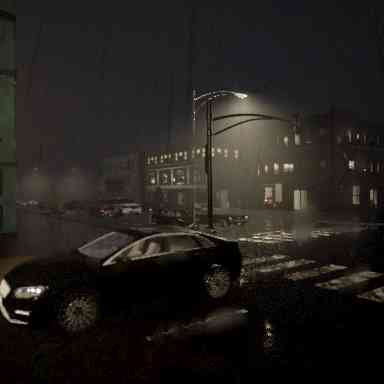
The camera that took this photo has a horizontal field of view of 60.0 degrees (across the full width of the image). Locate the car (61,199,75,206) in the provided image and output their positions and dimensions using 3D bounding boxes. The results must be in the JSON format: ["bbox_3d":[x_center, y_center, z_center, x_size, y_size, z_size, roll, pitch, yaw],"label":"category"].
[{"bbox_3d":[-28.156,2.364,75.482,1.947,1.339,4.313,-1,0,-36],"label":"car"}]

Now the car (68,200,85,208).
[{"bbox_3d":[-21.440,2.230,61.646,1.994,1.385,4.181,-1,0,-36],"label":"car"}]

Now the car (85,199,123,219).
[{"bbox_3d":[-9.224,1.847,34.583,1.967,1.590,4.097,-1,0,-36],"label":"car"}]

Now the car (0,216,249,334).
[{"bbox_3d":[-1.110,1.491,6.818,4.902,1.511,2.128,0,0,-36],"label":"car"}]

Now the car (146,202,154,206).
[{"bbox_3d":[-5.623,1.966,43.961,1.802,1.307,4.206,-2,0,-36],"label":"car"}]

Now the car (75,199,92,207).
[{"bbox_3d":[-21.719,2.228,66.475,1.887,1.381,4.507,-1,0,-36],"label":"car"}]

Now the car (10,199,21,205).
[{"bbox_3d":[-44.629,2.598,84.115,1.887,1.381,4.507,-1,0,-36],"label":"car"}]

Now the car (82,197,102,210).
[{"bbox_3d":[-15.379,2.033,53.166,1.882,1.535,5.008,-1,0,-35],"label":"car"}]

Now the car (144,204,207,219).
[{"bbox_3d":[-1.250,1.815,23.224,1.947,1.339,4.313,-2,0,-36],"label":"car"}]

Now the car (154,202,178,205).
[{"bbox_3d":[-2.405,1.904,39.459,1.802,1.307,4.206,-2,0,-36],"label":"car"}]

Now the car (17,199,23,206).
[{"bbox_3d":[-38.194,2.380,75.109,1.967,1.590,4.097,-1,0,-36],"label":"car"}]

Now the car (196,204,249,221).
[{"bbox_3d":[1.813,1.805,23.629,1.895,1.301,4.718,-1,0,-36],"label":"car"}]

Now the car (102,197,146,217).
[{"bbox_3d":[-7.645,1.613,36.846,2.150,2.045,5.566,-1,0,-36],"label":"car"}]

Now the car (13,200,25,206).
[{"bbox_3d":[-41.411,2.548,79.613,2.008,1.369,4.403,-1,0,-36],"label":"car"}]

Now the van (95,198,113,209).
[{"bbox_3d":[-15.286,1.907,57.470,1.690,1.788,3.998,-1,0,-36],"label":"van"}]

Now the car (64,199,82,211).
[{"bbox_3d":[-18.671,2.161,52.442,2.033,1.411,5.357,-1,0,-36],"label":"car"}]

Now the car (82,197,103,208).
[{"bbox_3d":[-18.505,1.940,61.972,2.192,1.841,5.009,-1,0,-36],"label":"car"}]

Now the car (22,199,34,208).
[{"bbox_3d":[-31.754,2.376,66.104,2.008,1.369,4.403,-1,0,-36],"label":"car"}]

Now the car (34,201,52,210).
[{"bbox_3d":[-25.218,2.233,56.959,1.752,1.417,4.829,-1,0,-36],"label":"car"}]

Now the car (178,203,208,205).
[{"bbox_3d":[0.813,1.810,34.955,2.008,1.369,4.403,-2,0,-36],"label":"car"}]
